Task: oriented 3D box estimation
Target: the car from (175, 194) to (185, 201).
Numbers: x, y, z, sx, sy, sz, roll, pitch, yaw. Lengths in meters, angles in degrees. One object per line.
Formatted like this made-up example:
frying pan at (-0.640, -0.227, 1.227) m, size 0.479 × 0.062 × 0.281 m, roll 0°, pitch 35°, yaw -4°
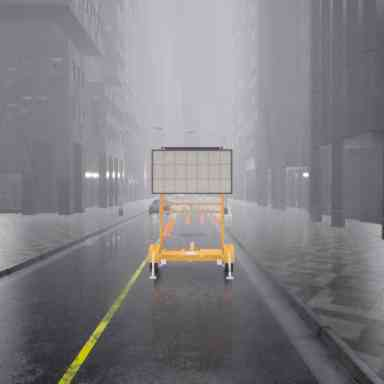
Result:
car at (-3.038, 1.075, 83.207) m, size 2.150 × 2.045 × 5.566 m, roll 0°, pitch 0°, yaw 0°

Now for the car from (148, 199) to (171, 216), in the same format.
car at (-3.116, 1.473, 32.598) m, size 1.837 × 1.490 × 4.892 m, roll 0°, pitch 0°, yaw 0°

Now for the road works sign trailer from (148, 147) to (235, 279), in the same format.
road works sign trailer at (0.003, 0.459, 10.014) m, size 2.380 × 3.560 × 2.880 m, roll 0°, pitch 0°, yaw 1°
